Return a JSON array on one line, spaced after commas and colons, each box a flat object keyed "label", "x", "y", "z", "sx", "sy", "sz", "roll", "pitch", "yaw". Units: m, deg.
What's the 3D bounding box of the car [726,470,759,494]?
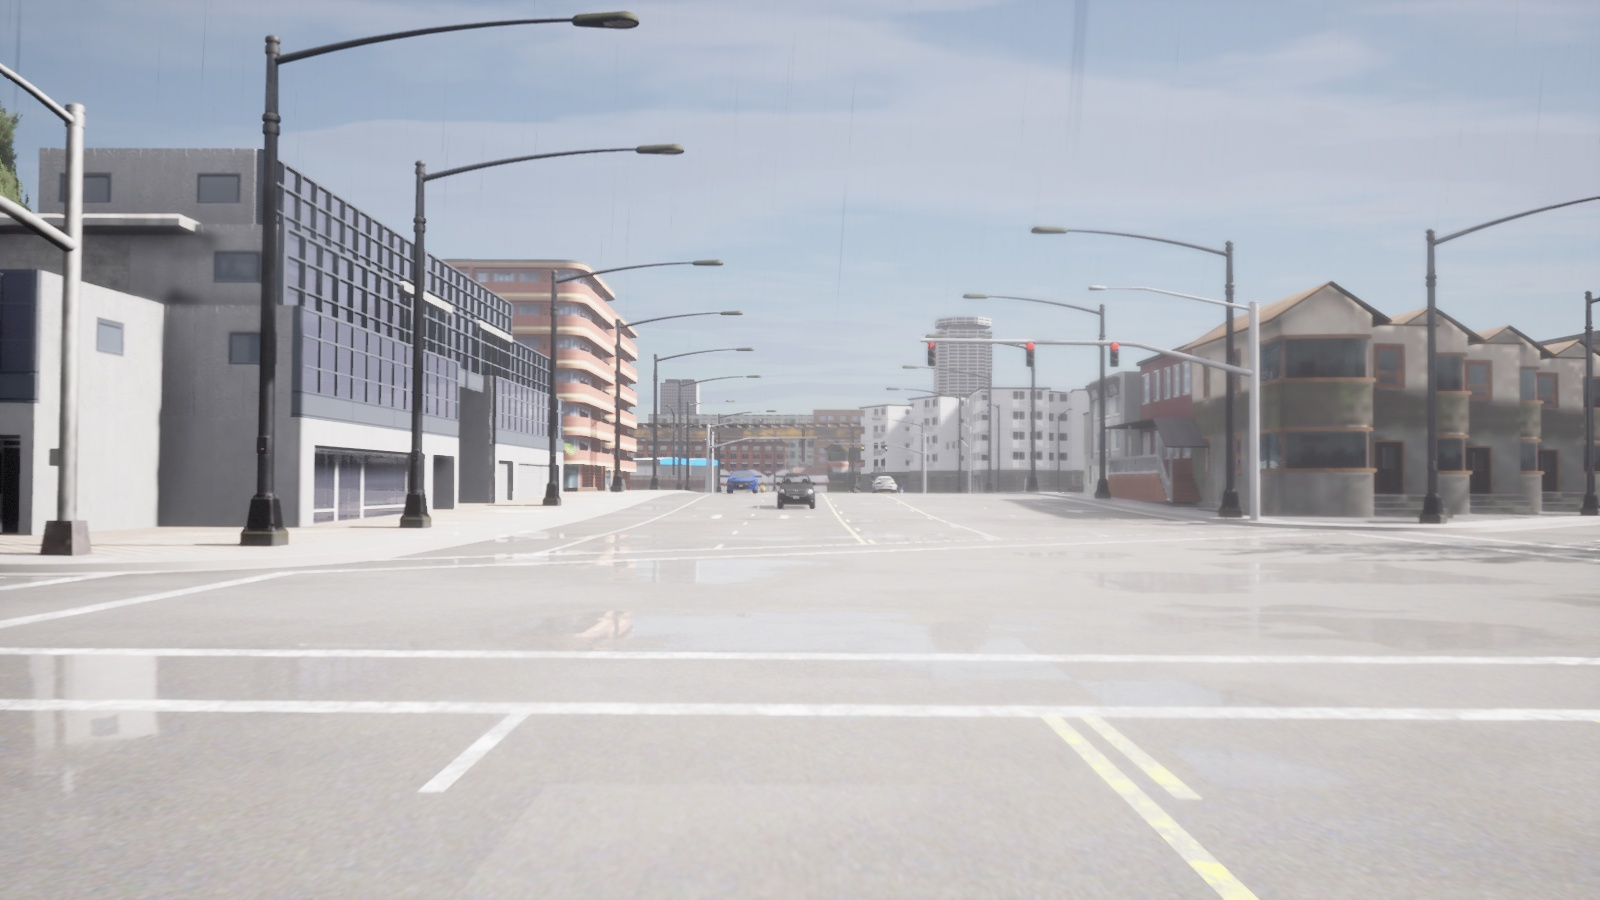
[{"label": "car", "x": -3.701, "y": 2.068, "z": 81.563, "sx": 1.882, "sy": 1.535, "sz": 5.008, "roll": 0, "pitch": -1, "yaw": 0}]

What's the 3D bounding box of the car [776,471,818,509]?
[{"label": "car", "x": -0.139, "y": 1.817, "z": 57.769, "sx": 1.851, "sy": 1.617, "sz": 3.988, "roll": 0, "pitch": 0, "yaw": 0}]
